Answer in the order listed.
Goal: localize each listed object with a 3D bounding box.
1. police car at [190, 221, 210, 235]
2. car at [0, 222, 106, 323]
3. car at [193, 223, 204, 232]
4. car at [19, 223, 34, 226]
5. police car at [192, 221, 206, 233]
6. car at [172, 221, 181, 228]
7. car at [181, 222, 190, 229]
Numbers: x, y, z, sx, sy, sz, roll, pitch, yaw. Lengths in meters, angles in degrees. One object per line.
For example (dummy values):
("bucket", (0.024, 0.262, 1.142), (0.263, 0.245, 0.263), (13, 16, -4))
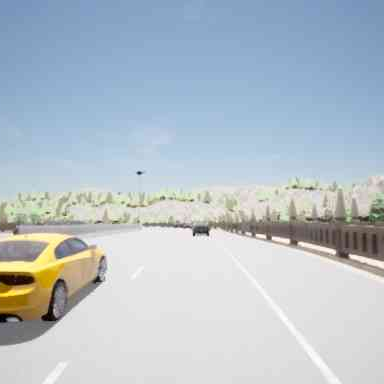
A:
("police car", (1.039, 4.233, 39.158), (1.930, 1.638, 5.238), (0, -5, 0))
("car", (-3.402, 1.676, 7.638), (1.882, 1.535, 5.008), (0, -2, 0))
("car", (1.035, 5.813, 54.970), (1.812, 1.442, 4.674), (0, -5, 0))
("car", (-21.076, 4.709, 42.789), (1.994, 1.385, 4.181), (0, -5, 0))
("police car", (1.037, 5.164, 49.115), (1.930, 1.638, 5.238), (0, -5, 0))
("car", (-3.888, 8.703, 89.463), (2.097, 1.767, 4.553), (2, -6, -16))
("car", (-0.759, 7.413, 73.485), (1.994, 1.385, 4.181), (1, -5, -8))
